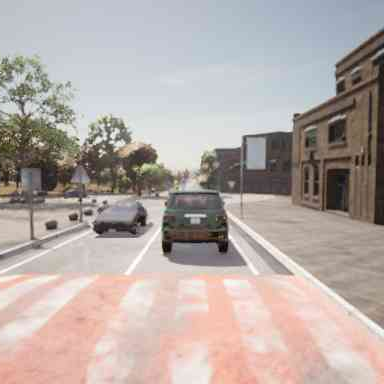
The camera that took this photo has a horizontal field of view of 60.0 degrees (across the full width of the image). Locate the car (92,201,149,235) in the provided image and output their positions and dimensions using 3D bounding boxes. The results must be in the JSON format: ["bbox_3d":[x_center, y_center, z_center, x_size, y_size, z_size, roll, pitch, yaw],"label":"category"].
[{"bbox_3d":[-3.315,1.173,16.508,2.033,1.411,5.357,0,1,0],"label":"car"}]

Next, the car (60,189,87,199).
[{"bbox_3d":[-18.461,0.244,51.965,1.994,1.385,4.181,3,3,33],"label":"car"}]

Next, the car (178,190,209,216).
[{"bbox_3d":[0.228,0.764,25.795,2.097,1.767,4.553,0,1,4],"label":"car"}]

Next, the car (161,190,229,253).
[{"bbox_3d":[0.099,0.929,12.471,2.150,2.045,5.566,0,0,0],"label":"car"}]
